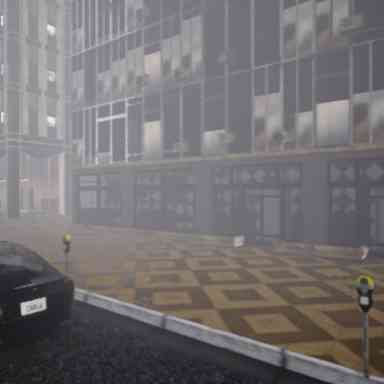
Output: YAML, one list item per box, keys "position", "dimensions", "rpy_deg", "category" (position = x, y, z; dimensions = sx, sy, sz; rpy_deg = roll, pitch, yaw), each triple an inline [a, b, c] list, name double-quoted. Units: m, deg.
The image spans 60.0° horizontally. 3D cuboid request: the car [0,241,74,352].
- position: [-3.732, 1.485, 5.509]
  dimensions: [4.313, 1.339, 1.947]
  rpy_deg: [1, 0, 36]
  category: "car"
